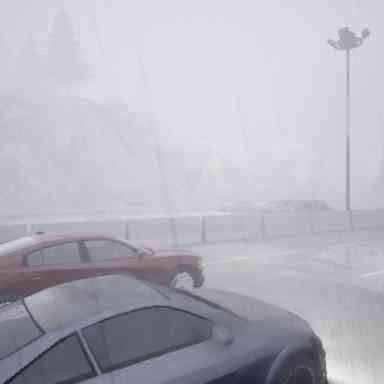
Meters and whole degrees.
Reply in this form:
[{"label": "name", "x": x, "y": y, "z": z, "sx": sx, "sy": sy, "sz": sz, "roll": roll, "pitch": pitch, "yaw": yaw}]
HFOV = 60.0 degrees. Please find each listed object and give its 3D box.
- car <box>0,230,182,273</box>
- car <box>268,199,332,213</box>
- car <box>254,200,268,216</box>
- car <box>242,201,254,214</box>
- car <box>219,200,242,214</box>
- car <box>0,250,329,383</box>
[{"label": "car", "x": -2.045, "y": 1.477, "z": 6.456, "sx": 5.008, "sy": 1.535, "sz": 1.882, "roll": 0, "pitch": 0, "yaw": -35}, {"label": "car", "x": 8.372, "y": 1.369, "z": 25.100, "sx": 4.553, "sy": 1.767, "sz": 2.097, "roll": 0, "pitch": 0, "yaw": -27}, {"label": "car", "x": 8.140, "y": 1.370, "z": 28.901, "sx": 4.553, "sy": 1.767, "sz": 2.097, "roll": 0, "pitch": 0, "yaw": -26}, {"label": "car", "x": 7.600, "y": 1.544, "z": 32.556, "sx": 4.674, "sy": 1.442, "sz": 1.812, "roll": 0, "pitch": 0, "yaw": -26}, {"label": "car", "x": 4.927, "y": 1.580, "z": 35.109, "sx": 4.181, "sy": 1.385, "sz": 1.994, "roll": 0, "pitch": 0, "yaw": -27}, {"label": "car", "x": -0.581, "y": 1.564, "z": 3.210, "sx": 4.181, "sy": 1.385, "sz": 1.994, "roll": 0, "pitch": 0, "yaw": -35}]
